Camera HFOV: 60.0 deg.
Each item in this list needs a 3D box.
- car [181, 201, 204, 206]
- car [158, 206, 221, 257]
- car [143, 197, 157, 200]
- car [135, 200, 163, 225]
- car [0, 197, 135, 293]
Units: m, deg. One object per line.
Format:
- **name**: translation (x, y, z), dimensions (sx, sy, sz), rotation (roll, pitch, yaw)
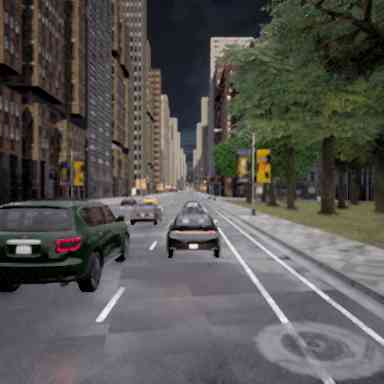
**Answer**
- **car**: translation (0.068, 1.526, 28.997), dimensions (1.812, 1.442, 4.674), rotation (0, 0, 0)
- **car**: translation (0.068, 1.507, 12.988), dimensions (2.128, 1.511, 4.902), rotation (0, 0, 0)
- **car**: translation (-6.576, 1.450, 52.366), dimensions (1.882, 1.535, 5.008), rotation (0, 0, 0)
- **car**: translation (-3.212, 1.553, 24.218), dimensions (2.033, 1.411, 5.357), rotation (0, 0, 1)
- **car**: translation (-3.210, 1.231, 9.073), dimensions (2.150, 2.045, 5.566), rotation (0, -1, 1)
